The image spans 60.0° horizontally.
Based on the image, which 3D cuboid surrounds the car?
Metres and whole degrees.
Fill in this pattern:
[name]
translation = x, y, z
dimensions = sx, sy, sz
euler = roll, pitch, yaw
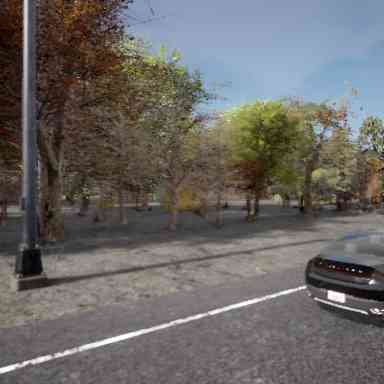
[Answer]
[car]
translation = 4.436, 1.563, 7.173
dimensions = 4.892, 1.490, 1.837
euler = 0, -1, -36
